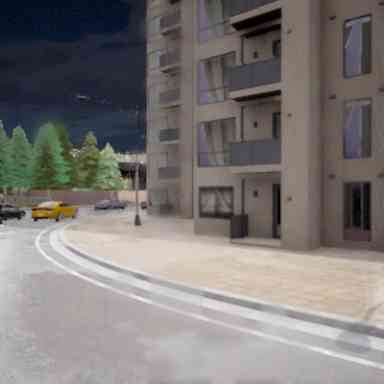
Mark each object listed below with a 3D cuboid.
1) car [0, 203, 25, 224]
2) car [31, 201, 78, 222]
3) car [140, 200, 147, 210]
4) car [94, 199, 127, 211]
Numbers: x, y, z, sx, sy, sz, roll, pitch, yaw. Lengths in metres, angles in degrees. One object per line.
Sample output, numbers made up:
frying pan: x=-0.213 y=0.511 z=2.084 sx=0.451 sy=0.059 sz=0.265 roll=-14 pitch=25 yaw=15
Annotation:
car: x=-14.175 y=1.507 z=24.562 sx=1.812 sy=1.442 sz=4.674 roll=0 pitch=0 yaw=-1
car: x=-10.778 y=1.461 z=26.489 sx=1.882 sy=1.535 sz=5.008 roll=0 pitch=0 yaw=4
car: x=-4.578 y=1.508 z=42.276 sx=1.812 sy=1.442 sz=4.674 roll=0 pitch=0 yaw=34
car: x=-9.795 y=1.542 z=40.434 sx=1.994 sy=1.385 sz=4.181 roll=0 pitch=0 yaw=30
